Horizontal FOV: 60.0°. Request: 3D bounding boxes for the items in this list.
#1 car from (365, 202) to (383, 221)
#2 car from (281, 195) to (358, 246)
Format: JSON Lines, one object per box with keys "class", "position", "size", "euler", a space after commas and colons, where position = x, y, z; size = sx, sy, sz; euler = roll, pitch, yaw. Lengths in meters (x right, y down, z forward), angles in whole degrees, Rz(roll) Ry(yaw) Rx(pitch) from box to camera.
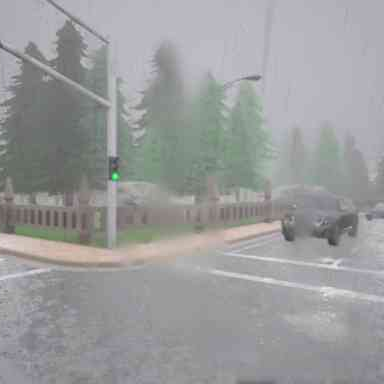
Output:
{"class": "car", "position": [15.030, 1.460, 25.453], "size": [4.674, 1.442, 1.812], "euler": [0, 0, -40]}
{"class": "car", "position": [6.120, 1.164, 15.522], "size": [2.150, 2.045, 5.566], "euler": [0, 0, 38]}
